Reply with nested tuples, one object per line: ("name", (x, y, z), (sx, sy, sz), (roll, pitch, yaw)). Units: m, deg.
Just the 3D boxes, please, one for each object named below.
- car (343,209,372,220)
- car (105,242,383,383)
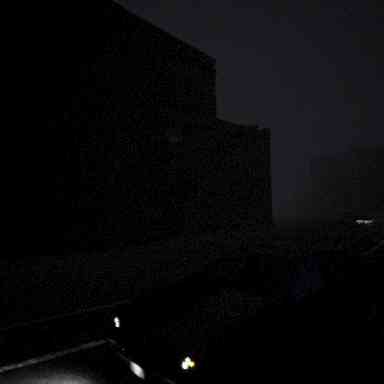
("car", (21.122, 2.867, 42.793), (2.033, 1.411, 5.357), (-2, -3, 6))
("car", (1.405, 1.583, 5.406), (5.357, 1.411, 2.033), (0, -1, -41))
